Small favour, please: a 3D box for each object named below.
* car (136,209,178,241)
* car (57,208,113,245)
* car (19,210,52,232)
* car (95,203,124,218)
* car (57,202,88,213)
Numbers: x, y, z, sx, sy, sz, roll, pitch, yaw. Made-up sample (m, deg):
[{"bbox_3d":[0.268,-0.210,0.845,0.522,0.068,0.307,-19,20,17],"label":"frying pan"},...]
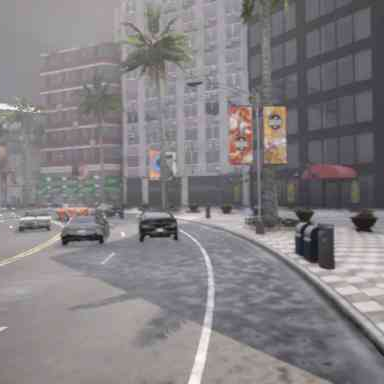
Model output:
[{"bbox_3d":[-1.942,1.622,17.780,1.882,1.535,5.008,-1,0,-11],"label":"car"},{"bbox_3d":[-5.350,1.769,17.009,1.994,1.385,4.181,-1,0,-11],"label":"car"},{"bbox_3d":[-10.810,1.946,23.182,1.895,1.301,4.718,-1,0,-22],"label":"car"},{"bbox_3d":[-8.412,1.869,33.335,1.837,1.490,4.892,-1,0,-34],"label":"car"},{"bbox_3d":[-11.215,1.752,31.235,2.097,1.767,4.553,-1,-1,-34],"label":"car"}]
